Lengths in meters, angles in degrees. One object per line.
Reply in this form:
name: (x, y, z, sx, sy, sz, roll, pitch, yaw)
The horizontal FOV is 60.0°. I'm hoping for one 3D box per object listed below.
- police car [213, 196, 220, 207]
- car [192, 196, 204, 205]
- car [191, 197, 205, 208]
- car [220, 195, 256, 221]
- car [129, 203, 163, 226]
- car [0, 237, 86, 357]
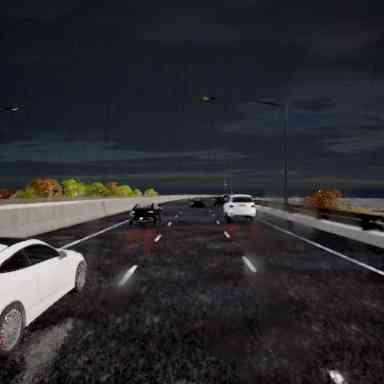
police car: (4.314, 1.480, 51.652, 1.930, 1.638, 5.238, 0, 0, 2)
car: (1.127, 1.571, 61.128, 2.128, 1.511, 4.902, 0, 0, 2)
car: (0.840, 1.611, 49.004, 1.994, 1.385, 4.181, 0, 0, 2)
car: (3.810, 1.237, 27.354, 2.150, 2.045, 5.566, 0, 0, 1)
car: (-3.212, 1.497, 23.735, 2.128, 1.511, 4.902, 0, 0, 1)
car: (-3.379, 1.524, 5.879, 1.812, 1.442, 4.674, 0, 0, 0)
